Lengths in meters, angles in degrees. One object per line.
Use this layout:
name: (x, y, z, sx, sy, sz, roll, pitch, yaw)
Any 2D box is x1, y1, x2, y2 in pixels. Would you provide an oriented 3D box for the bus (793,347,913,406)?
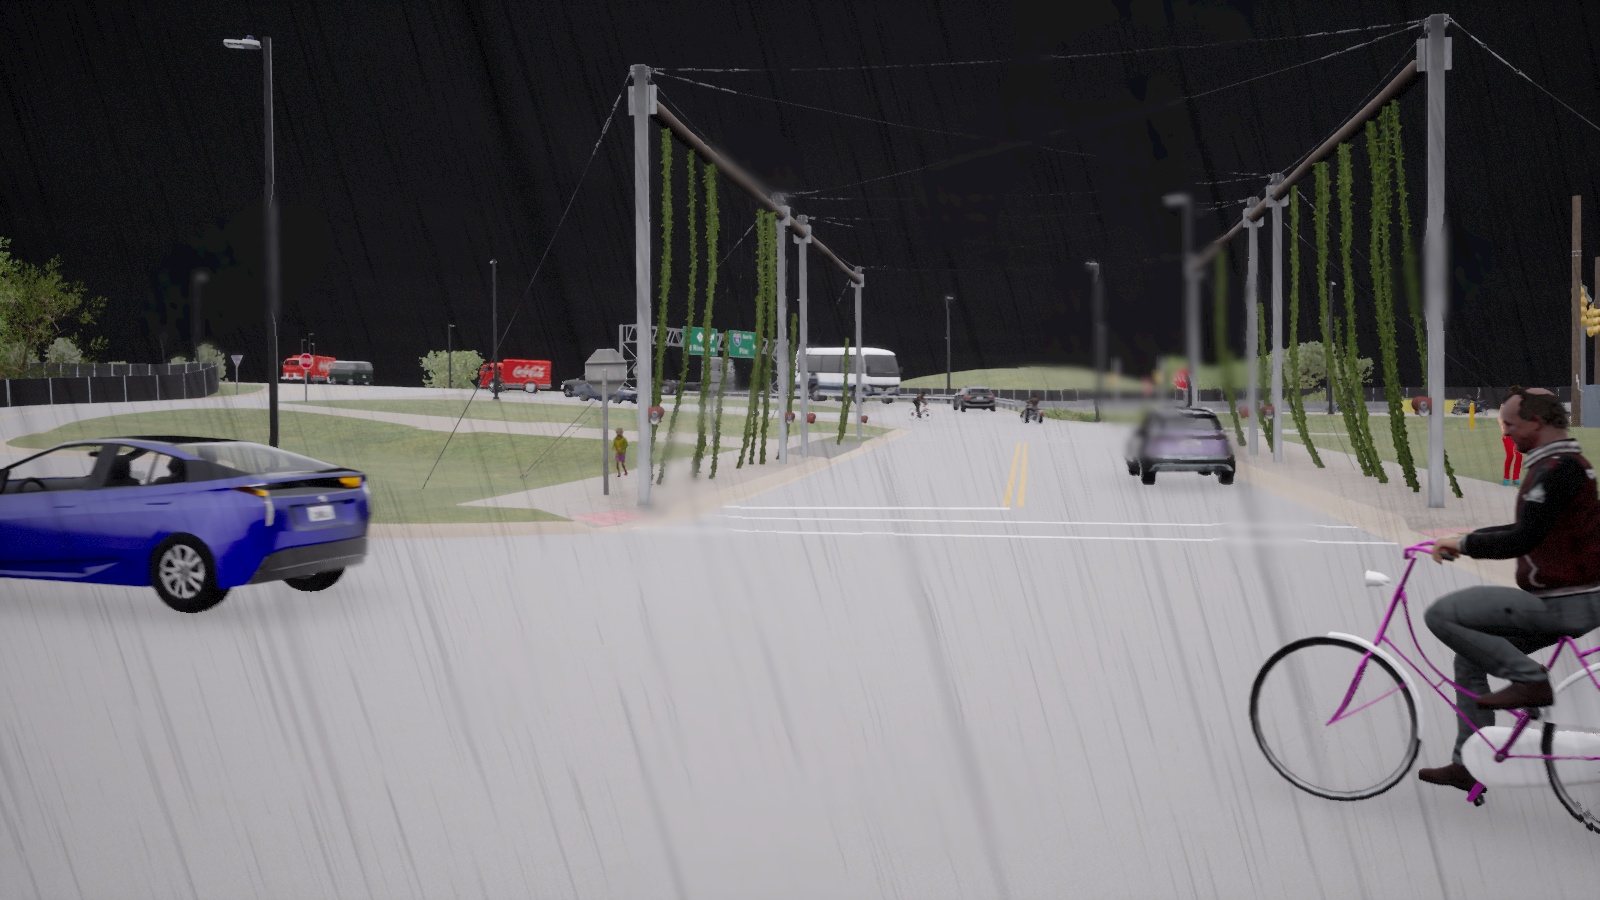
bus: (3.907, -5.705, 96.617, 3.944, 4.253, 10.273, -1, 4, -33)

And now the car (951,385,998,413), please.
car: (11.272, -3.350, 81.472, 2.242, 1.667, 4.611, 0, 4, -2)

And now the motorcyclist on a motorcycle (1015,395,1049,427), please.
motorcyclist on a motorcycle: (12.443, -2.119, 67.502, 0.766, 1.649, 2.350, 1, 3, -16)

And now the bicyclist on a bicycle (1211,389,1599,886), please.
bicyclist on a bicycle: (2.691, 0.659, 5.030, 1.843, 1.776, 0.659, 1, 1, 38)

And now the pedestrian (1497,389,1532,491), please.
pedestrian: (13.010, -0.186, 22.877, 0.345, 1.836, 0.594, 0, 1, 9)

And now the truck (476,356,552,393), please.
truck: (-21.113, -5.615, 93.015, 5.204, 2.467, 2.627, 2, 4, -8)

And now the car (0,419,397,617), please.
car: (-6.421, 0.528, 12.092, 4.514, 1.525, 2.007, 2, 2, 18)

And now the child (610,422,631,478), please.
child: (-3.792, -0.004, 26.549, 0.299, 1.160, 0.473, 0, 1, 8)

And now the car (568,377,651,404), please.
car: (-12.349, -3.847, 81.255, 5.357, 1.411, 2.033, 6, 5, 37)

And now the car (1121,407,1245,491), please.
car: (8.469, -0.101, 28.183, 2.033, 1.649, 4.856, 0, 3, 9)

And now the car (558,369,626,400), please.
car: (-14.419, -4.571, 87.045, 4.605, 1.855, 1.932, 6, 5, 36)
